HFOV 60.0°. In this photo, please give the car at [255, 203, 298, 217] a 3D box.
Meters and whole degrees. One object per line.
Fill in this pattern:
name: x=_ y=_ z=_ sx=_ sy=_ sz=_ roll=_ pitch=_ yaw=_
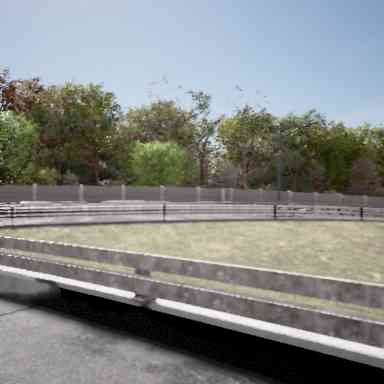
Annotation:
car: x=9.270 y=1.912 z=36.482 sx=5.008 sy=1.535 sz=1.882 roll=3 pitch=-1 yaw=-21
